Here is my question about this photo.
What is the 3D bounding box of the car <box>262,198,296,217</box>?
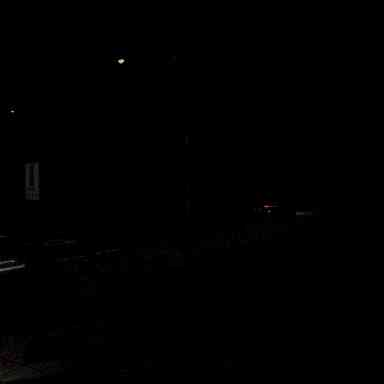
[{"bbox_3d":[8.121,1.479,30.880,2.128,1.511,4.902,-1,-1,35],"label":"car"}]

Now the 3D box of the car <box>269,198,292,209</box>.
[{"bbox_3d":[13.088,1.614,49.102,1.812,1.442,4.674,-1,-1,35],"label":"car"}]
